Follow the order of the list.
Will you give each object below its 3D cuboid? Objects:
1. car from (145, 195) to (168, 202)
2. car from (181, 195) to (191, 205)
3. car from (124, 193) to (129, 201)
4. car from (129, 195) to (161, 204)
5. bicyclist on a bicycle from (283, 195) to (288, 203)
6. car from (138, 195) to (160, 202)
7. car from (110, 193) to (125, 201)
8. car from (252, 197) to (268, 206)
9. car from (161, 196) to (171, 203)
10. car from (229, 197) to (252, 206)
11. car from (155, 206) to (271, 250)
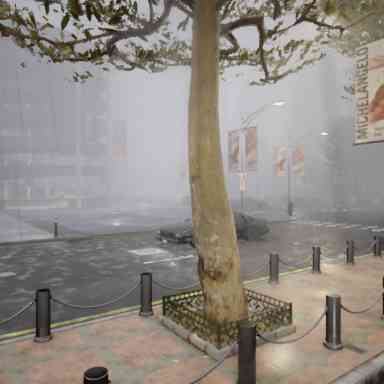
[{"bbox_3d":[-8.332,1.516,77.517,4.902,1.511,2.128,0,0,26],"label":"car"},{"bbox_3d":[0.177,1.345,55.536,2.097,1.767,4.553,0,0,-38],"label":"car"},{"bbox_3d":[-17.888,1.158,81.215,5.566,2.045,2.150,0,0,11],"label":"car"},{"bbox_3d":[-9.380,1.541,65.633,5.357,1.411,2.033,0,0,36],"label":"car"},{"bbox_3d":[17.566,1.289,62.343,1.656,1.620,0.582,0,0,-36],"label":"bicyclist on a bicycle"},{"bbox_3d":[-9.545,1.516,74.216,4.674,1.442,1.812,0,0,26],"label":"car"},{"bbox_3d":[-18.821,1.538,77.841,4.718,1.301,1.895,0,0,11],"label":"car"},{"bbox_3d":[8.967,1.470,49.519,1.882,1.535,5.008,0,0,-37],"label":"car"},{"bbox_3d":[-6.536,1.485,68.030,4.902,1.511,2.128,0,0,38],"label":"car"},{"bbox_3d":[5.660,1.540,48.129,2.033,1.411,5.357,0,0,-36],"label":"car"},{"bbox_3d":[1.094,1.545,14.620,5.357,1.411,2.033,0,0,-35],"label":"car"}]
